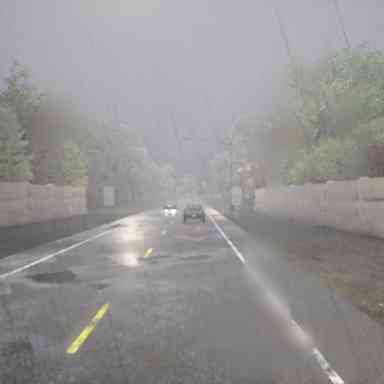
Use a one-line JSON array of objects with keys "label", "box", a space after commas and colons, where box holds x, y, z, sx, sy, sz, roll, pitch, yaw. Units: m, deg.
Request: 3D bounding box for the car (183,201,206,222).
[{"label": "car", "box": [0.197, 1.788, 29.633, 2.128, 1.511, 4.902, 0, -1, 1]}]

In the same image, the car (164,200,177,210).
[{"label": "car", "box": [-3.378, 1.994, 53.170, 2.128, 1.511, 4.902, 0, 0, 1]}]

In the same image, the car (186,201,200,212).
[{"label": "car", "box": [0.202, 1.971, 46.045, 1.812, 1.442, 4.674, 0, 0, 1]}]
